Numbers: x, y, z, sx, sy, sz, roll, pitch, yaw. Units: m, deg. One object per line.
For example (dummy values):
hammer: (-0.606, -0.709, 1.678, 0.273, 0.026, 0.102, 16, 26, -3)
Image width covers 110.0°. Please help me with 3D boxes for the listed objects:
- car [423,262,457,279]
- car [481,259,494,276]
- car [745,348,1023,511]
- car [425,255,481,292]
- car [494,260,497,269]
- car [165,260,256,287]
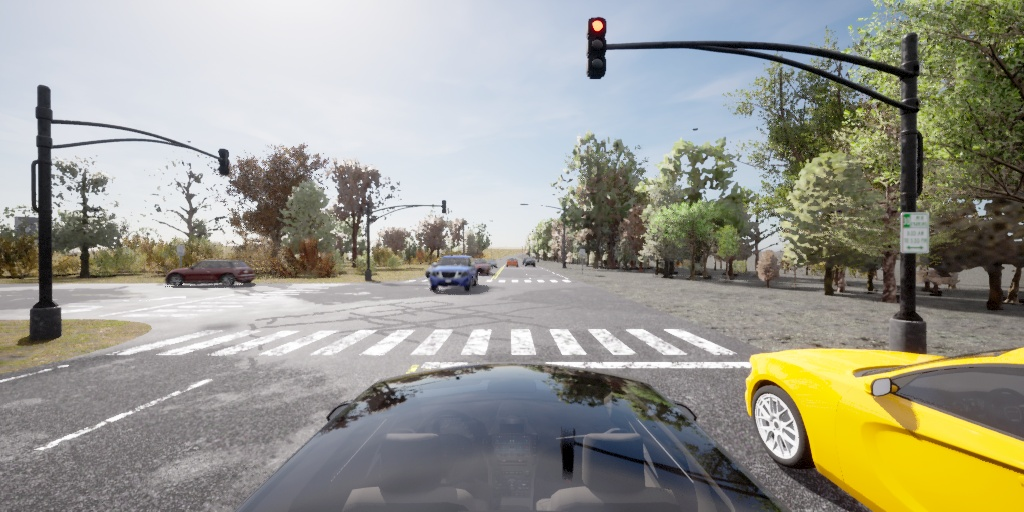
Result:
car: (-6.607, 1.297, 33.372, 2.033, 1.411, 5.357, 0, 0, 0)
car: (-3.349, 1.101, 37.532, 2.097, 1.767, 4.553, 0, 0, 0)
car: (3.363, 1.195, 1.716, 1.882, 1.535, 5.008, 0, 1, 0)
car: (-3.339, 0.962, 21.494, 2.150, 2.045, 5.566, 0, 0, 0)
car: (-3.339, 1.277, 56.695, 1.812, 1.442, 4.674, 0, 0, 0)
car: (-19.669, 1.048, 23.475, 4.553, 1.767, 2.097, 0, 0, -6)
